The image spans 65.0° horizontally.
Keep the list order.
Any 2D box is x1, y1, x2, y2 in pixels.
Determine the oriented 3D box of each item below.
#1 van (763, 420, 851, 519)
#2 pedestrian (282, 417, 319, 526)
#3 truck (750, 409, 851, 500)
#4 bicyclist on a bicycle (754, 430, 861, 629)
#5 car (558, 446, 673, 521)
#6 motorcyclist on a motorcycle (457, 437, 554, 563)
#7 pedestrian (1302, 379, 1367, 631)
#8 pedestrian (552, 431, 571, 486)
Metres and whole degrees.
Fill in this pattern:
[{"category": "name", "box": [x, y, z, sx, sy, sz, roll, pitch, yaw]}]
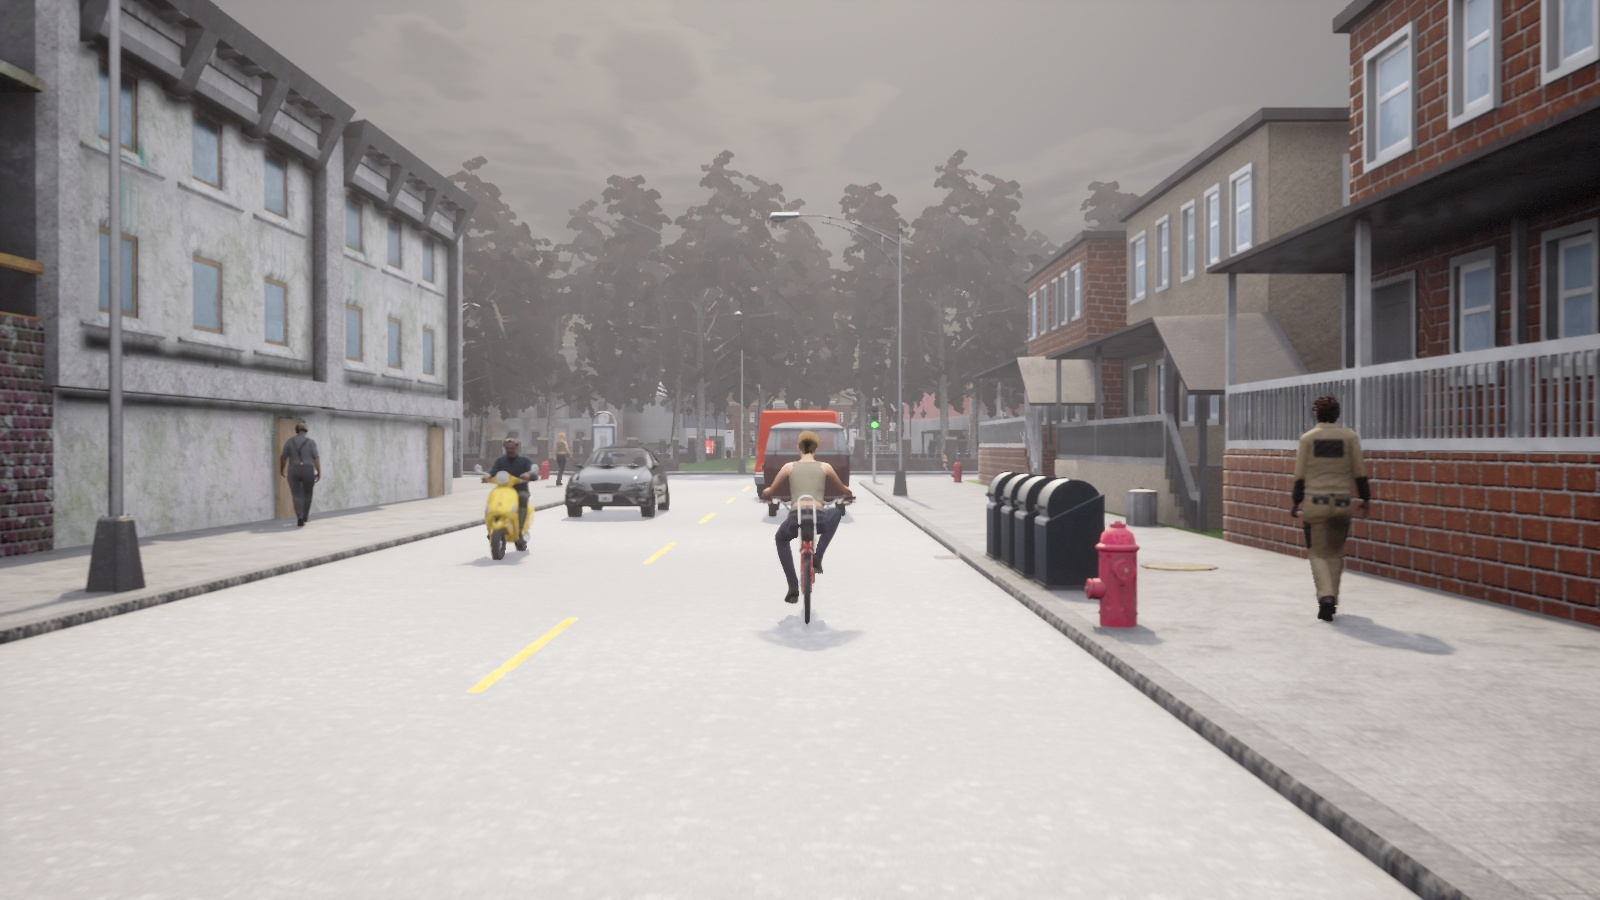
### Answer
[{"category": "van", "box": [0.155, 0.389, 27.381, 1.775, 1.987, 4.442, 0, 0, 0]}, {"category": "pedestrian", "box": [-8.589, 0.362, 21.623, 0.540, 1.848, 0.694, 0, 0, -18]}, {"category": "truck", "box": [0.110, 0.112, 36.742, 2.627, 2.467, 5.204, 0, 0, 4]}, {"category": "bicyclist on a bicycle", "box": [0.066, 0.639, 10.891, 0.866, 1.612, 1.509, 0, 0, 0]}, {"category": "car", "box": [-3.847, 0.649, 26.812, 1.816, 1.474, 4.193, 0, 0, 0]}, {"category": "motorcyclist on a motorcycle", "box": [-3.901, 0.629, 16.791, 0.866, 1.590, 1.817, 0, 0, 0]}, {"category": "pedestrian", "box": [4.252, 0.419, 10.017, 0.396, 1.930, 0.692, 0, 0, 16]}, {"category": "pedestrian", "box": [-8.069, 0.278, 42.537, 0.345, 1.836, 0.594, 0, 0, 29]}]
